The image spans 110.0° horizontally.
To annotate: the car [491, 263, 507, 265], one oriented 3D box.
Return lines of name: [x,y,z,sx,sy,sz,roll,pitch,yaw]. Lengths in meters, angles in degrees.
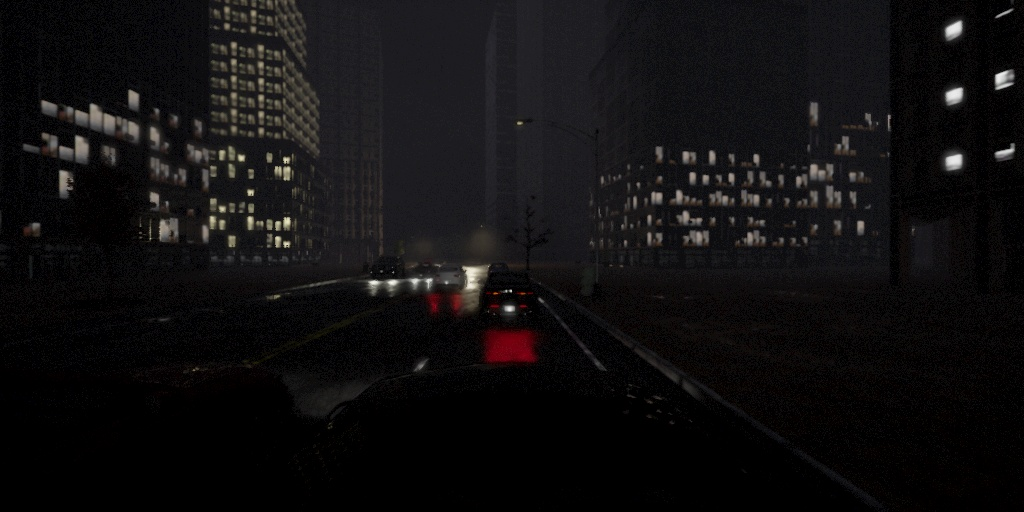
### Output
car: [-1.136,1.284,30.715,2.033,1.411,5.357,0,0,-5]

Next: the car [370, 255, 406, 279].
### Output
car: [-11.336,0.969,33.213,2.150,2.045,5.566,0,0,-5]

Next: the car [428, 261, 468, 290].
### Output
car: [-3.840,1.269,22.611,1.812,1.442,4.674,0,0,-3]

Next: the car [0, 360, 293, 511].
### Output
car: [-3.191,1.279,1.782,1.812,1.442,4.674,0,0,0]

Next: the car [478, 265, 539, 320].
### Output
car: [-0.140,1.249,12.639,1.837,1.490,4.892,0,0,-2]

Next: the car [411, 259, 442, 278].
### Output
car: [-8.111,1.291,33.648,2.033,1.411,5.357,0,0,-5]
